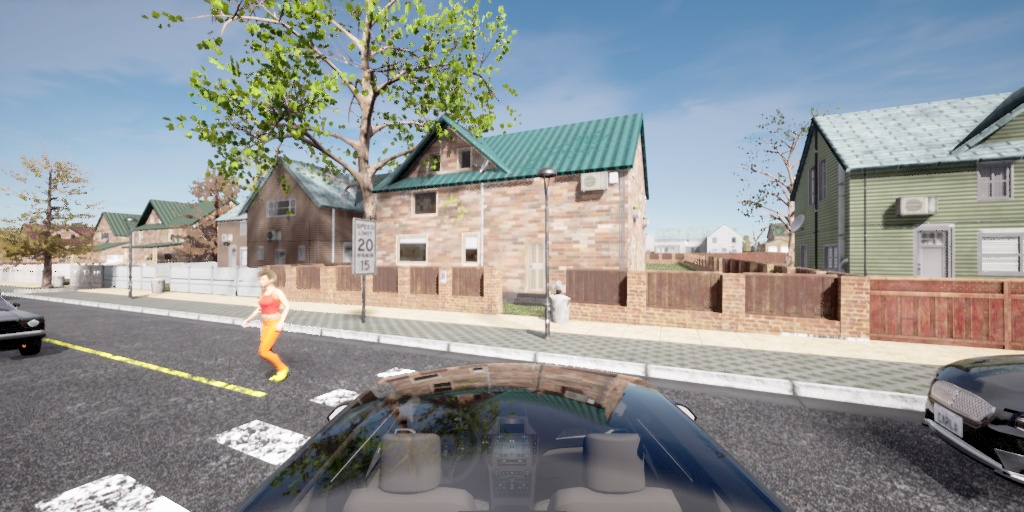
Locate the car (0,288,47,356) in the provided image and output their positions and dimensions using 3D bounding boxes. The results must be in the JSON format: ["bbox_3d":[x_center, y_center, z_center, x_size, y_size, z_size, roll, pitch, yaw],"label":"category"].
[{"bbox_3d":[-11.807,1.435,7.418,4.718,1.301,1.895,-1,-1,25],"label":"car"}]

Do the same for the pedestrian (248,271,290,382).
[{"bbox_3d":[-3.866,1.081,5.733,0.375,1.860,0.375,0,0,25],"label":"pedestrian"}]

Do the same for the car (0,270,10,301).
[{"bbox_3d":[-28.383,1.521,18.428,4.902,1.511,2.128,-1,-1,25],"label":"car"}]

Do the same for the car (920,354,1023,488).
[{"bbox_3d":[6.209,1.215,2.257,4.902,1.511,2.128,0,-1,25],"label":"car"}]
